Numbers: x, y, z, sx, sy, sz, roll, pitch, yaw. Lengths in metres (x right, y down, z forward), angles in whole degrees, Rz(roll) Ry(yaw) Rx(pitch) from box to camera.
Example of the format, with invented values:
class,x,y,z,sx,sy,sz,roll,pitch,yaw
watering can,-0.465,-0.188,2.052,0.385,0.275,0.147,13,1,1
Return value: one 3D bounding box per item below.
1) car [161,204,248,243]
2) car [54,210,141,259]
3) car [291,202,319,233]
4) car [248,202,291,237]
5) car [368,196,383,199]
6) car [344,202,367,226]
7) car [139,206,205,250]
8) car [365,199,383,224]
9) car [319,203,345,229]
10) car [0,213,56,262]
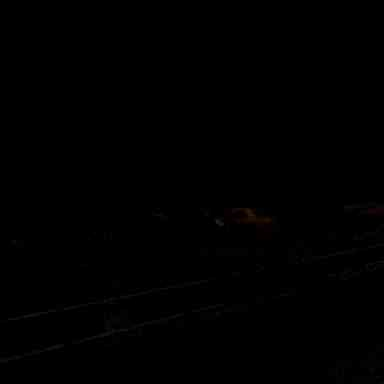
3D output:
class,x,y,z,sx,sy,sz,roll,pitch,yaw
car,0.100,1.399,16.416,4.553,1.767,2.185,-1,-1,33
car,-4.601,1.542,12.849,4.792,1.488,2.163,-1,-1,34
car,4.862,1.409,19.964,4.553,1.767,2.185,-1,-1,33
car,2.329,1.529,18.279,5.366,1.575,1.946,-1,-1,33
car,16.457,1.436,29.175,4.553,1.767,2.185,-1,-1,31
car,9.508,1.586,23.622,4.674,1.452,2.002,-1,-1,32
car,-2.244,1.518,14.615,5.008,1.535,2.097,-1,-1,34
car,11.985,1.545,25.375,5.366,1.575,1.946,-1,-1,32
car,7.180,1.580,21.792,4.674,1.452,2.002,-1,-1,32
car,-7.055,1.538,11.133,4.792,1.488,2.163,-1,-1,34
